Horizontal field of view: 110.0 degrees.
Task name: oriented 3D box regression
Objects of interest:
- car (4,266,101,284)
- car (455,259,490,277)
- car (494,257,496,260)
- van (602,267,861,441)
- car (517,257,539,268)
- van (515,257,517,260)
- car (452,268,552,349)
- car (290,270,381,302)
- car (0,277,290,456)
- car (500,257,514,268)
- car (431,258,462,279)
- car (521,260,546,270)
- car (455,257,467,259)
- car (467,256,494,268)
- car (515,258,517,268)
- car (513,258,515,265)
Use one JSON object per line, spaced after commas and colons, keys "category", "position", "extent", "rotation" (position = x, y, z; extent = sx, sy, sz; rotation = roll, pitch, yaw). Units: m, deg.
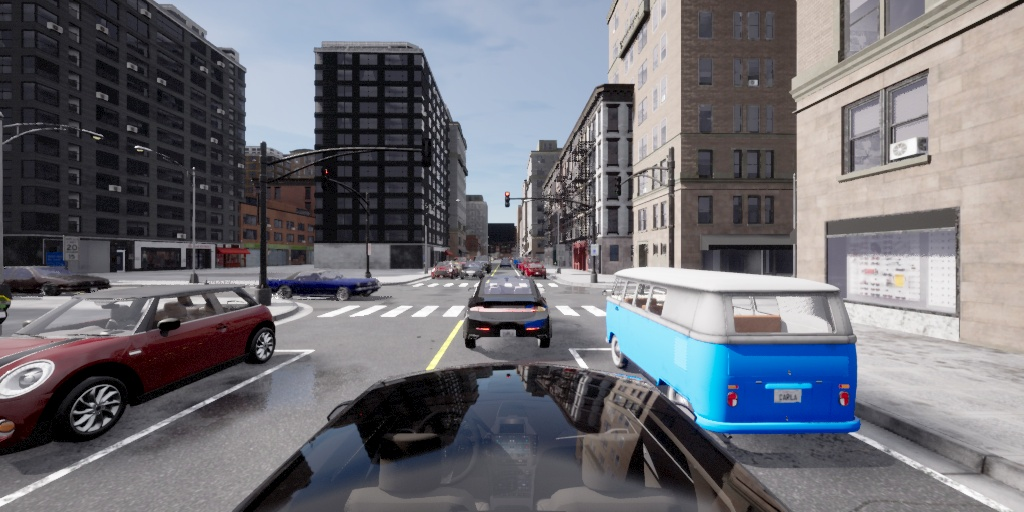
{"category": "car", "position": [-22.546, 1.183, 17.010], "extent": [5.357, 1.411, 2.033], "rotation": [0, 0, -1]}
{"category": "car", "position": [-3.395, 1.242, 31.626], "extent": [2.128, 1.511, 4.902], "rotation": [0, 0, -1]}
{"category": "car", "position": [-3.782, 1.296, 52.190], "extent": [2.033, 1.411, 5.357], "rotation": [0, 0, -1]}
{"category": "van", "position": [2.584, 1.091, 5.253], "extent": [1.690, 1.789, 3.998], "rotation": [0, 0, -1]}
{"category": "car", "position": [1.975, 1.065, 37.537], "extent": [2.192, 1.841, 5.009], "rotation": [0, 0, -1]}
{"category": "van", "position": [1.668, 1.089, 53.764], "extent": [1.690, 1.789, 3.998], "rotation": [0, 0, -1]}
{"category": "car", "position": [-0.126, 1.242, 9.188], "extent": [2.128, 1.511, 4.902], "rotation": [0, 0, -1]}
{"category": "car", "position": [-8.622, 1.316, 16.588], "extent": [4.718, 1.301, 1.895], "rotation": [0, 0, 10]}
{"category": "car", "position": [-5.439, 1.190, 5.102], "extent": [1.967, 1.591, 4.097], "rotation": [0, 0, -1]}
{"category": "car", "position": [-1.131, 1.309, 62.289], "extent": [1.994, 1.385, 4.181], "rotation": [0, 0, -1]}
{"category": "car", "position": [-5.947, 1.190, 31.977], "extent": [1.967, 1.591, 4.097], "rotation": [0, 0, -1]}
{"category": "car", "position": [2.077, 1.295, 32.129], "extent": [1.888, 1.381, 4.507], "rotation": [0, 0, -1]}
{"category": "car", "position": [-6.151, 1.065, 42.794], "extent": [2.192, 1.841, 5.009], "rotation": [0, 0, -1]}
{"category": "car", "position": [-3.586, 0.972, 41.788], "extent": [2.150, 2.045, 5.566], "rotation": [0, 0, 0]}
{"category": "car", "position": [1.770, 1.294, 48.355], "extent": [1.888, 1.381, 4.507], "rotation": [0, 0, -1]}
{"category": "car", "position": [1.566, 1.312, 59.172], "extent": [1.948, 1.339, 4.313], "rotation": [0, 0, -1]}
